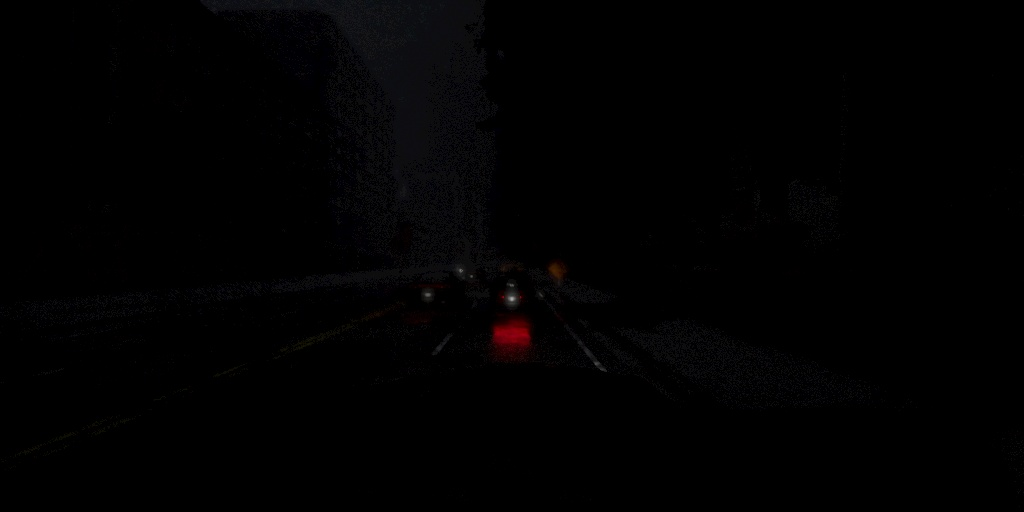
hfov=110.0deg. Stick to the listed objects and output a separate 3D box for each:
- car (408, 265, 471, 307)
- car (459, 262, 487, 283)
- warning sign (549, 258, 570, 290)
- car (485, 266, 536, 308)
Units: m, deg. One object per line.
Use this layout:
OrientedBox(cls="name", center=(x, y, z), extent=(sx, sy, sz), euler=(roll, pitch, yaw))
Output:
OrientedBox(cls="car", center=(-3.246, 1.369, 16.340), extent=(1.882, 1.535, 5.008), euler=(0, 0, 0))
OrientedBox(cls="car", center=(-3.249, 1.511, 31.343), extent=(1.882, 1.535, 5.008), euler=(0, 0, 0))
OrientedBox(cls="warning sign", center=(2.846, 1.056, 21.565), extent=(1.300, 1.860, 1.060), euler=(0, 0, 0))
OrientedBox(cls="car", center=(0.002, 1.397, 16.154), extent=(1.837, 1.490, 4.892), euler=(0, 0, 0))
